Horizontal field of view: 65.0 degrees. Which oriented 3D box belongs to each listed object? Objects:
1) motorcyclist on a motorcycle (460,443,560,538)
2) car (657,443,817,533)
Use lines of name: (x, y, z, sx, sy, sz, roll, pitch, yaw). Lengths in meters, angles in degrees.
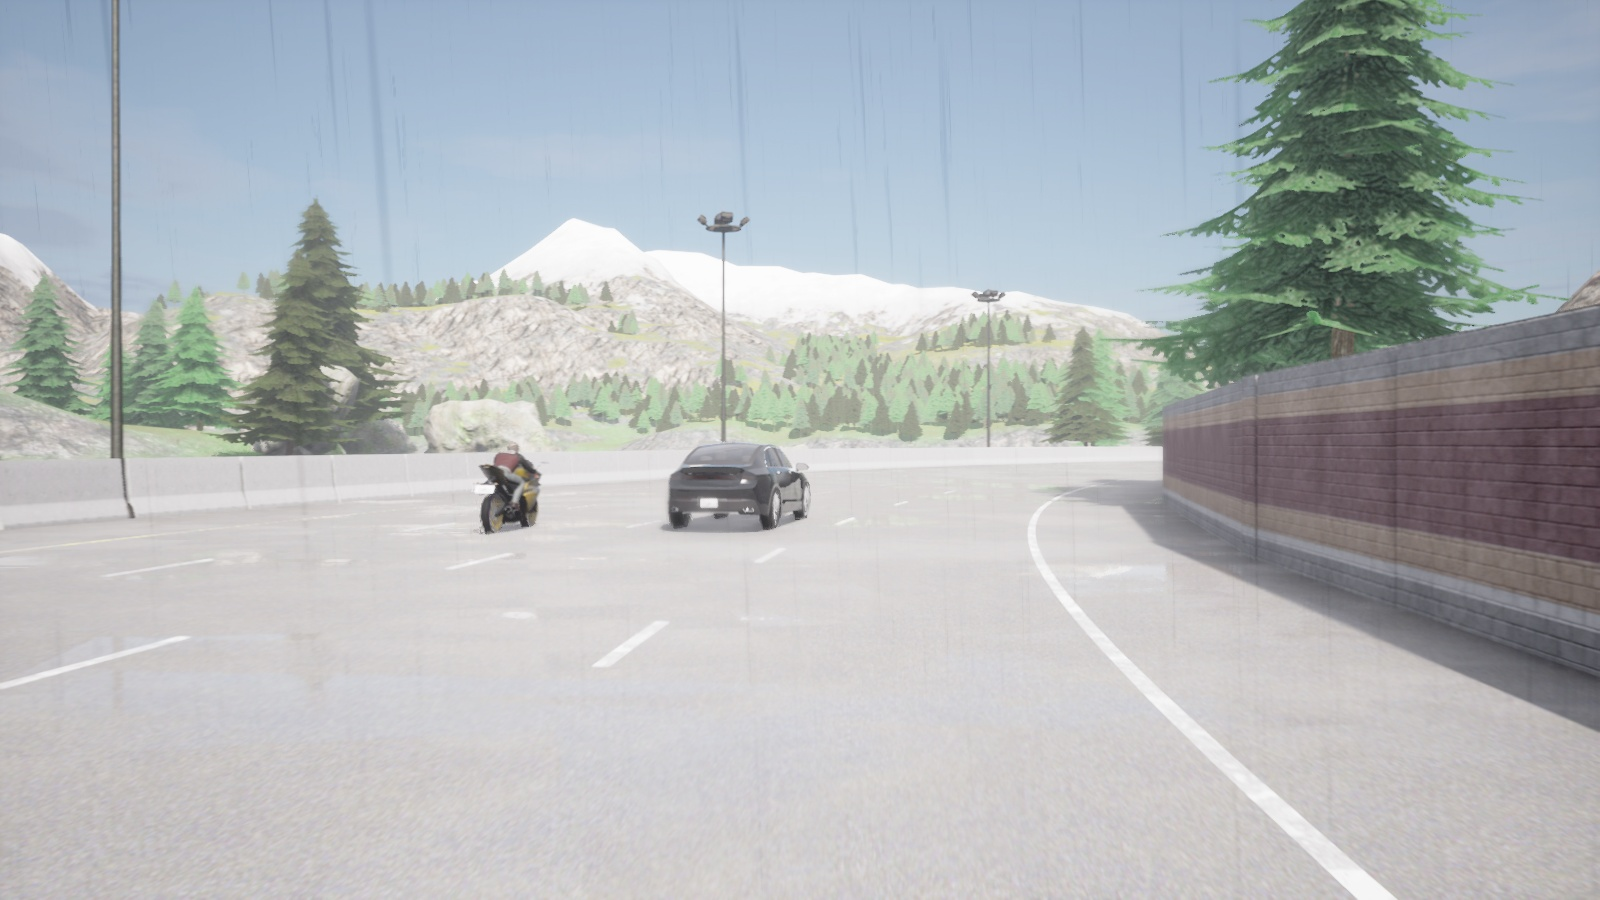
motorcyclist on a motorcycle: (-4.955, 0.653, 21.618, 0.866, 1.530, 2.191, 1, 0, 10)
car: (-1.032, 0.619, 23.281, 1.837, 1.490, 4.892, 0, 0, 11)
